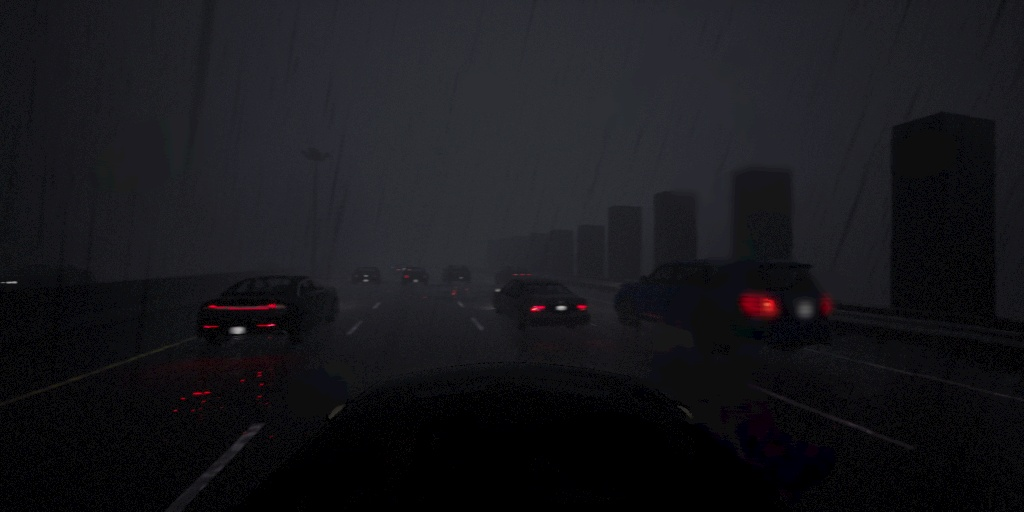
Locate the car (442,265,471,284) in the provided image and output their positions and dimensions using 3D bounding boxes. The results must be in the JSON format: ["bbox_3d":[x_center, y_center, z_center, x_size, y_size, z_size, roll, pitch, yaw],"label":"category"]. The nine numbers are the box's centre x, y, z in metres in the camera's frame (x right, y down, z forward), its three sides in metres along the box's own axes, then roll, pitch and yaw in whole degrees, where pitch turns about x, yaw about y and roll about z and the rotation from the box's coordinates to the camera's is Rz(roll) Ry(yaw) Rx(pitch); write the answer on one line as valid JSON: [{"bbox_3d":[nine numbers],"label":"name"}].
[{"bbox_3d":[-4.772,1.513,30.519,2.128,1.511,4.902,1,-1,-18],"label":"car"}]

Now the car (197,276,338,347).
[{"bbox_3d":[-5.963,1.257,9.406,2.128,1.511,4.902,1,-1,-14],"label":"car"}]

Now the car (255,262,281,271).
[{"bbox_3d":[-27.874,1.421,41.130,1.994,1.385,4.181,1,-1,-24],"label":"car"}]

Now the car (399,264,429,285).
[{"bbox_3d":[-7.784,1.563,28.542,1.895,1.301,4.718,1,-1,-18],"label":"car"}]

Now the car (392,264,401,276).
[{"bbox_3d":[-13.015,1.603,42.364,2.033,1.411,5.357,1,-1,-23],"label":"car"}]

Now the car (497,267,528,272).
[{"bbox_3d":[0.051,1.533,27.020,2.128,1.511,4.902,1,-1,-17],"label":"car"}]

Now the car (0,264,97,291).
[{"bbox_3d":[-22.783,1.136,17.231,2.128,1.511,4.902,1,-1,-17],"label":"car"}]

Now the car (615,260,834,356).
[{"bbox_3d":[4.873,1.121,9.350,2.150,2.045,5.566,1,-1,-14],"label":"car"}]

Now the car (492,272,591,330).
[{"bbox_3d":[0.672,1.421,11.755,2.033,1.411,5.357,1,-1,-14],"label":"car"}]

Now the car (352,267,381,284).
[{"bbox_3d":[-11.440,1.516,28.451,1.895,1.301,4.718,1,-1,-19],"label":"car"}]
